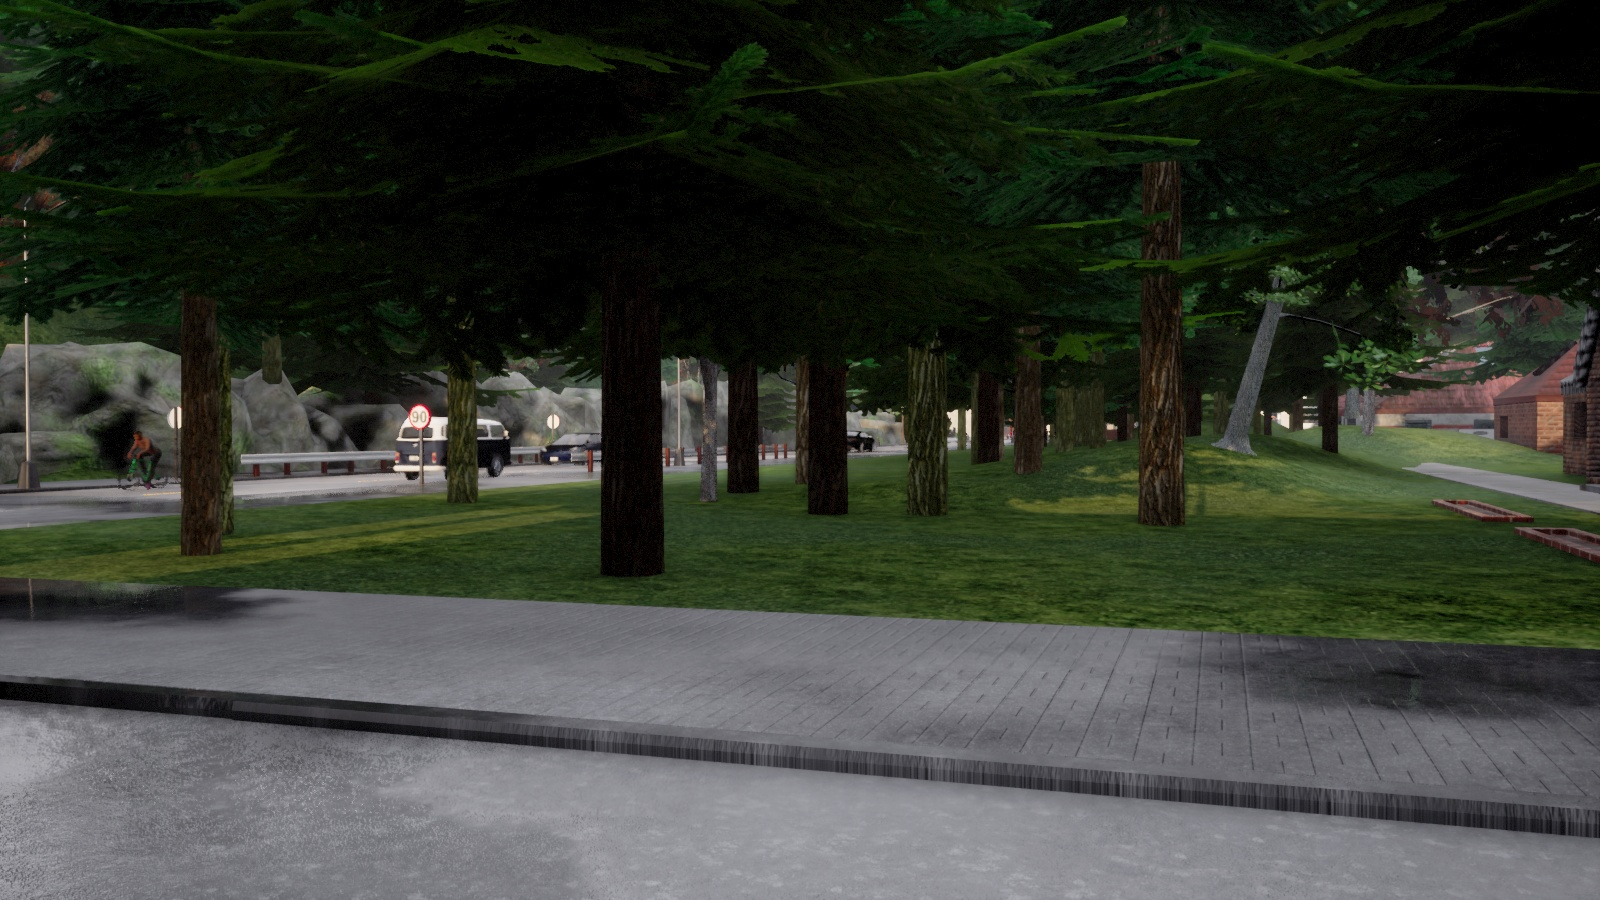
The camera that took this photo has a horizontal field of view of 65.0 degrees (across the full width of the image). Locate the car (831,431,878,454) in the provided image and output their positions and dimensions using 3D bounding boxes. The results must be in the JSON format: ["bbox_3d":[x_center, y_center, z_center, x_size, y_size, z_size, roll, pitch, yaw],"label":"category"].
[{"bbox_3d":[3.781,-0.562,86.178,1.882,1.535,5.008,1,1,18],"label":"car"}]

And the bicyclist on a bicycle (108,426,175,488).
[{"bbox_3d":[-17.782,0.169,33.936,0.582,1.620,1.656,1,1,18],"label":"bicyclist on a bicycle"}]

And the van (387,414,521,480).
[{"bbox_3d":[-11.222,-0.145,41.050,2.069,2.038,4.480,1,2,18],"label":"van"}]

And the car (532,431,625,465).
[{"bbox_3d":[-10.060,-0.130,57.353,2.163,1.488,4.792,1,1,18],"label":"car"}]
